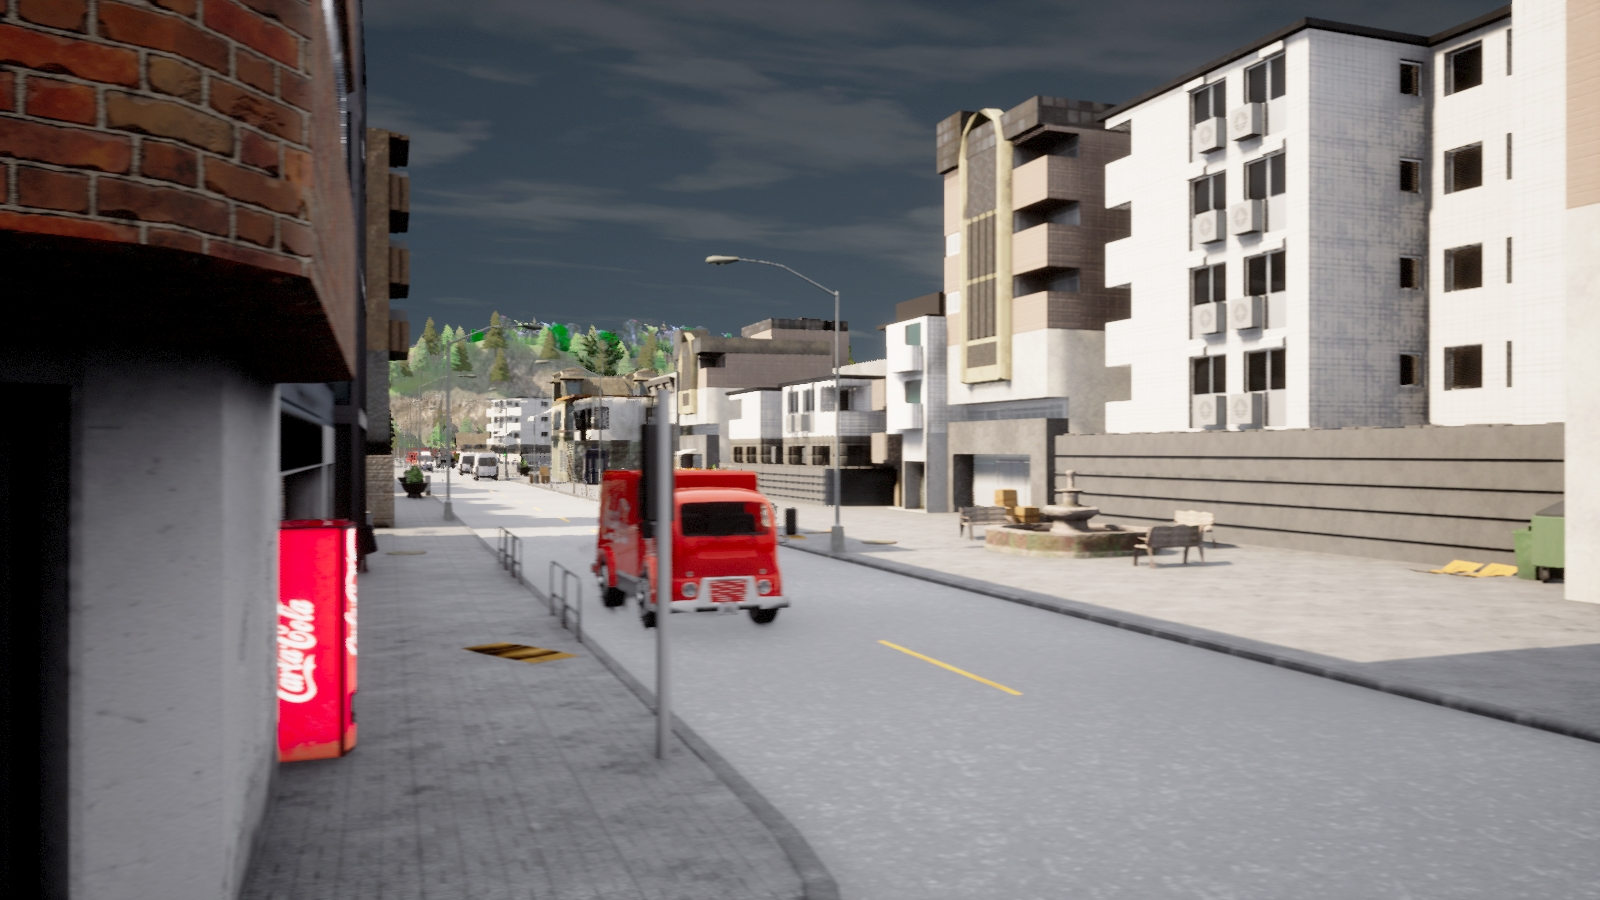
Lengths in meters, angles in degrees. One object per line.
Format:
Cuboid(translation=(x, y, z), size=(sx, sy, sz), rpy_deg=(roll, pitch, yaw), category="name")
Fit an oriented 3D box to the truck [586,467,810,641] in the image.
Cuboid(translation=(-1.953, 1.568, 19.662), size=(2.627, 2.467, 5.204), rpy_deg=(0, 0, -20), category="truck")
